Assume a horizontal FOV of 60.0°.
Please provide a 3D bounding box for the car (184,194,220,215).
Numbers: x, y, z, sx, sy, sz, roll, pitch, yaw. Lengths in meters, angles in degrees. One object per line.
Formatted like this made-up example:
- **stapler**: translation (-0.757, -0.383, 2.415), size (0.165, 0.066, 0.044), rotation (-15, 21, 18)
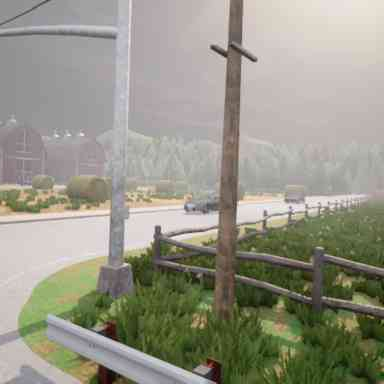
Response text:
- **car**: translation (1.215, 0.930, 26.963), size (2.128, 1.511, 4.902), rotation (3, 2, 33)

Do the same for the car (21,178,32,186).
- **car**: translation (-39.198, -2.412, 79.346), size (1.905, 1.878, 3.866), rotation (8, 2, -13)

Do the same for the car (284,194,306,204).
- **car**: translation (14.769, 0.949, 47.502), size (2.033, 1.411, 5.357), rotation (3, 2, 33)
